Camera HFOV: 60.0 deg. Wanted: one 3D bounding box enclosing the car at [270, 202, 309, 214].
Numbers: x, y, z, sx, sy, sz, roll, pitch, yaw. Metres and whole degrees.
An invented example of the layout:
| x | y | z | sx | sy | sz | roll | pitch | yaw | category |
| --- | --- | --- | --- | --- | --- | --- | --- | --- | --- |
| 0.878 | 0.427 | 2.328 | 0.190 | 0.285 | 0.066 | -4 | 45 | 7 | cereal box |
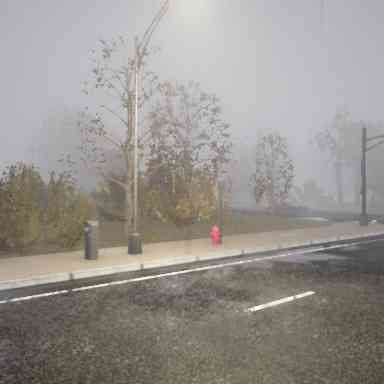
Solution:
| x | y | z | sx | sy | sz | roll | pitch | yaw | category |
| --- | --- | --- | --- | --- | --- | --- | --- | --- | --- |
| 11.012 | 1.812 | 37.796 | 1.895 | 1.301 | 4.718 | 1 | -1 | -26 | car |
